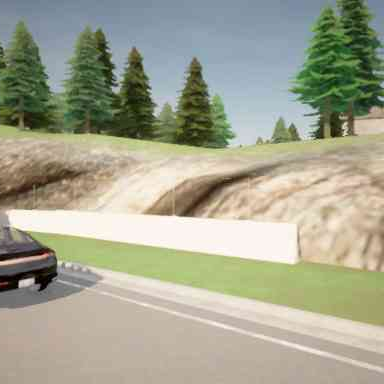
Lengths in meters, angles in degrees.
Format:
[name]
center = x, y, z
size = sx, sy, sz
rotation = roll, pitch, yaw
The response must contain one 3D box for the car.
[car]
center = -5.112, 1.521, 7.773
size = 4.902, 1.511, 2.128
rotation = 0, 0, 36
